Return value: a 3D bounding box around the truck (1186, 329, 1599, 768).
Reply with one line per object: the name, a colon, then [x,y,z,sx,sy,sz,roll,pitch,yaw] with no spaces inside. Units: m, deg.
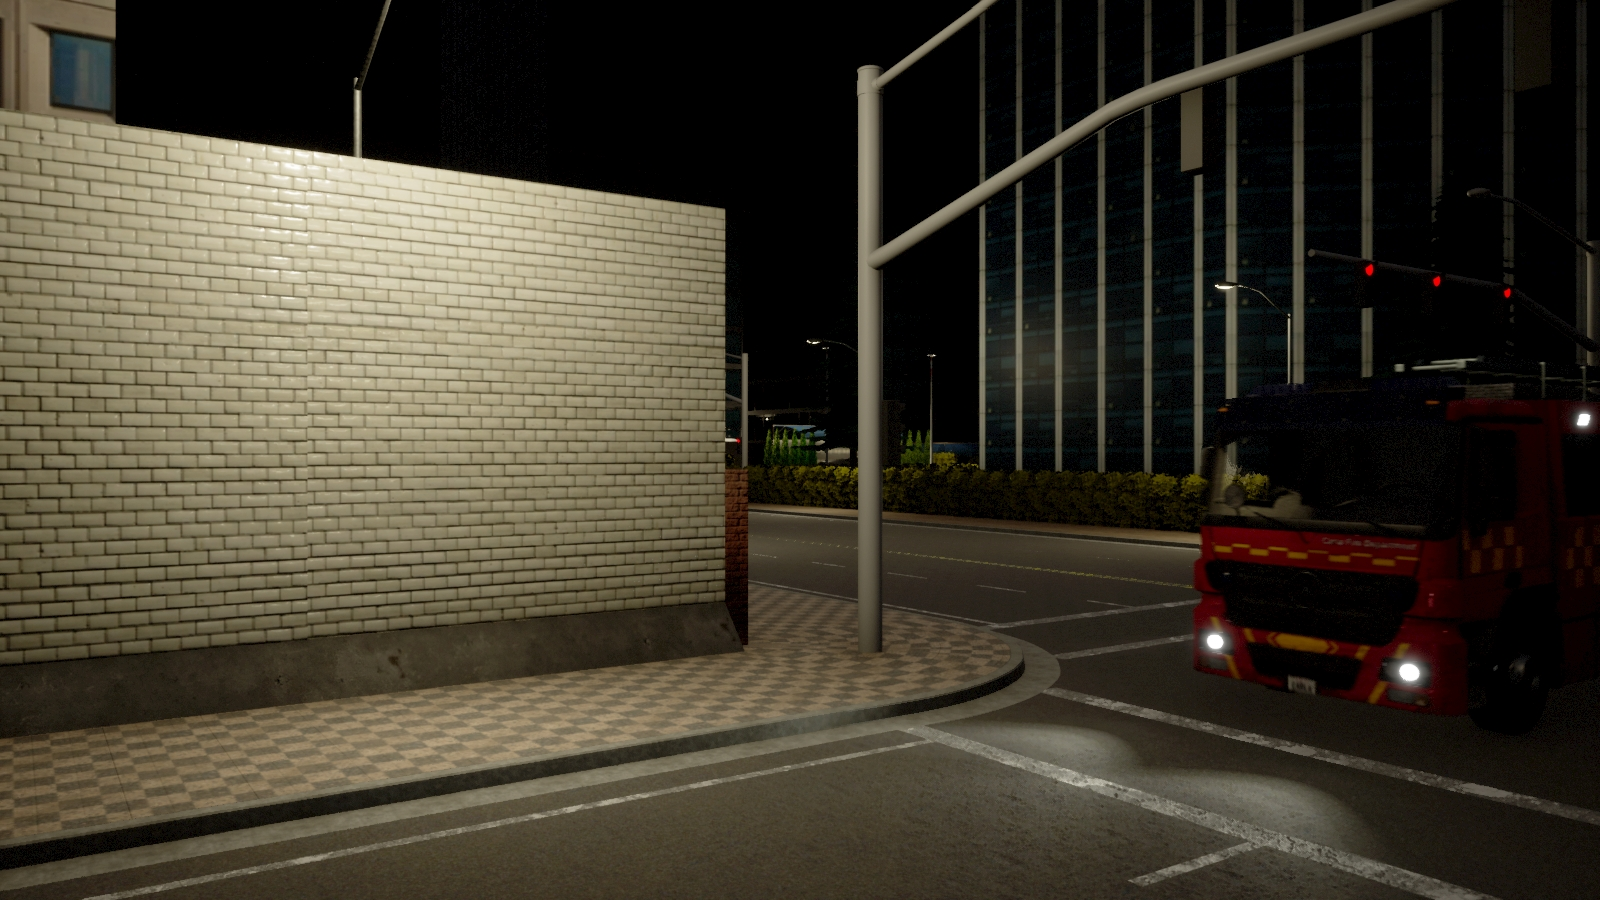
truck: [8.479,0.862,13.558,8.468,3.827,2.891,0,0,-35]
